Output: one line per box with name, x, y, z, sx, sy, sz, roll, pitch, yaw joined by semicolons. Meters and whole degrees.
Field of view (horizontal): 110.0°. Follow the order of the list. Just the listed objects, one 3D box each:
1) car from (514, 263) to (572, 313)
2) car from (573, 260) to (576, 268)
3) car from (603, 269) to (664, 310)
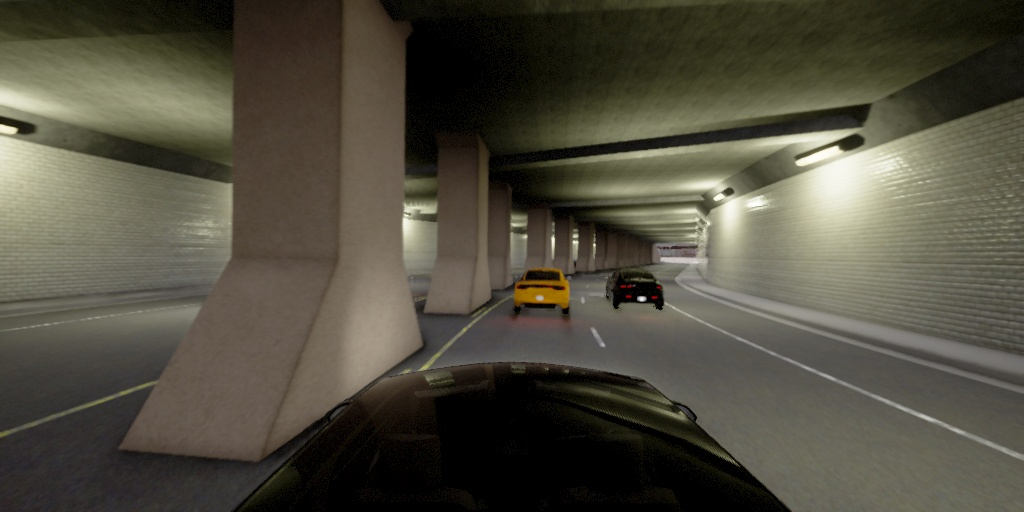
car;1.279;1.194;13.997;1.882;1.535;5.008;1;0;9
car;8.405;1.208;52.745;2.033;1.411;5.357;1;0;28
car;5.039;1.277;15.149;1.837;1.490;4.892;1;0;10
